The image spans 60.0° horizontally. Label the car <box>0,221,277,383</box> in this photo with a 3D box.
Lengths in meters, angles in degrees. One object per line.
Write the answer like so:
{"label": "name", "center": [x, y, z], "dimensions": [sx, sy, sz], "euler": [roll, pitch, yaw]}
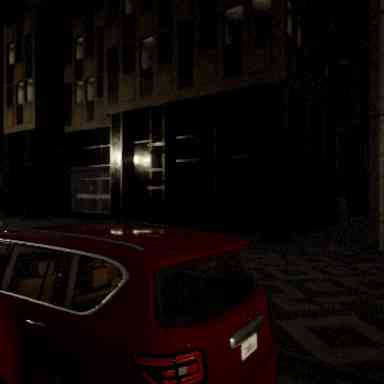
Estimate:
{"label": "car", "center": [-1.500, 1.289, 4.019], "dimensions": [5.009, 1.841, 2.192], "euler": [0, 0, 35]}
